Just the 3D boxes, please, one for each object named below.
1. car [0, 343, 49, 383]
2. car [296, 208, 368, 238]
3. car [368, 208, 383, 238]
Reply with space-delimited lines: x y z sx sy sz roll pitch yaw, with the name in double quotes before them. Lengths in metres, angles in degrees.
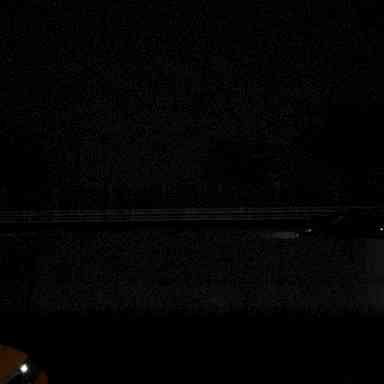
"car" -4.013 1.569 2.676 5.366 1.575 1.801 -1 -1 3
"car" 7.163 1.640 15.093 4.674 1.442 1.812 -1 -1 3
"car" 9.531 1.246 11.453 5.566 2.045 2.150 -1 -1 3
